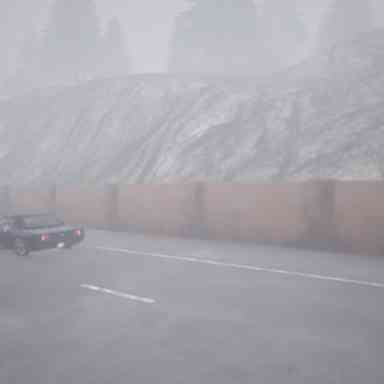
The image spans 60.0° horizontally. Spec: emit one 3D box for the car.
[{"bbox_3d":[-6.169,1.454,12.179,4.718,1.301,1.895,0,1,34],"label":"car"}]
